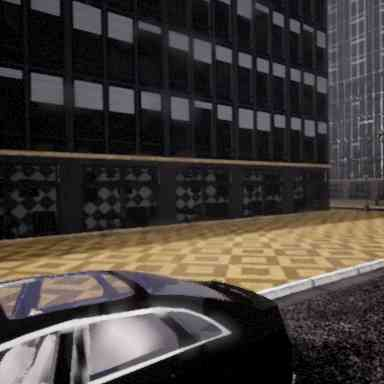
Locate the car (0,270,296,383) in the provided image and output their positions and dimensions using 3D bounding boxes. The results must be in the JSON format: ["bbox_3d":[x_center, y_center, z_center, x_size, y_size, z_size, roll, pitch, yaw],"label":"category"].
[{"bbox_3d":[-1.312,1.489,2.442,4.902,1.511,2.128,-1,0,-35],"label":"car"}]
